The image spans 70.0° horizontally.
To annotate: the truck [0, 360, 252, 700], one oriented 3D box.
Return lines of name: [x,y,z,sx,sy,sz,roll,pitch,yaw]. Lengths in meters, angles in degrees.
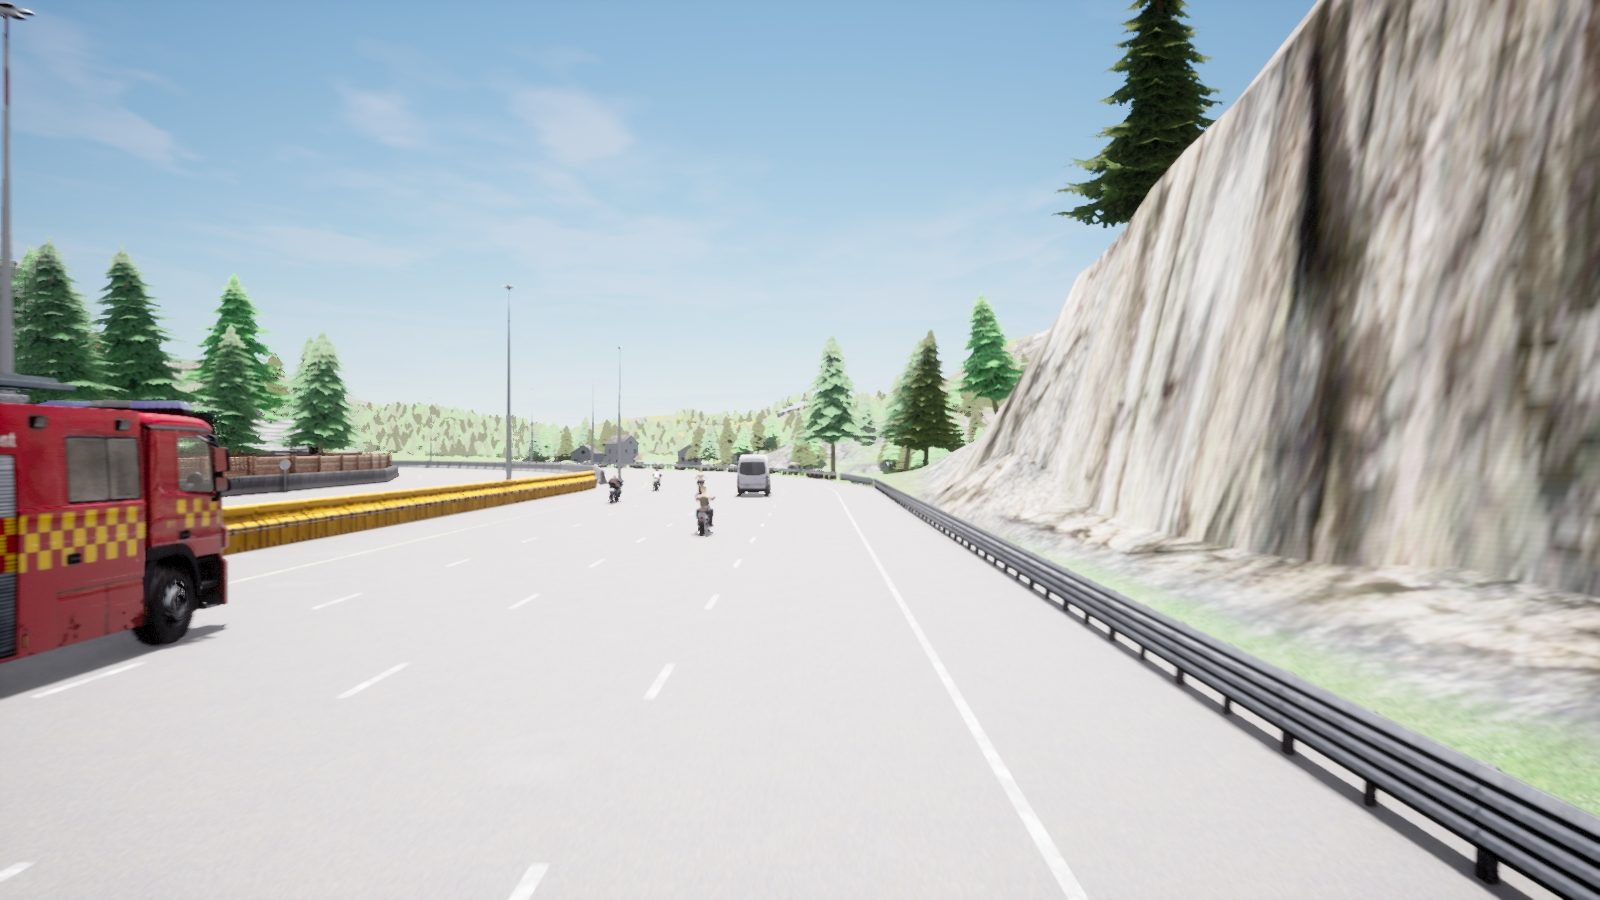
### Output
truck: [-10.443,0.901,14.484,2.891,3.827,8.468,0,0,0]

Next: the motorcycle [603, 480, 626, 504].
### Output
motorcycle: [-9.970,2.247,61.559,0.867,1.251,2.209,0,0,1]

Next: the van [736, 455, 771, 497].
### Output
van: [-2.901,1.583,72.401,1.988,2.561,5.915,0,0,0]

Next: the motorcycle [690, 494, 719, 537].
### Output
motorcycle: [-3.212,2.172,38.474,0.764,1.325,2.356,0,0,1]

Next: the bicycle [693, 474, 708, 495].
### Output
bicycle: [-6.341,2.198,72.996,0.859,1.295,1.487,0,0,0]
